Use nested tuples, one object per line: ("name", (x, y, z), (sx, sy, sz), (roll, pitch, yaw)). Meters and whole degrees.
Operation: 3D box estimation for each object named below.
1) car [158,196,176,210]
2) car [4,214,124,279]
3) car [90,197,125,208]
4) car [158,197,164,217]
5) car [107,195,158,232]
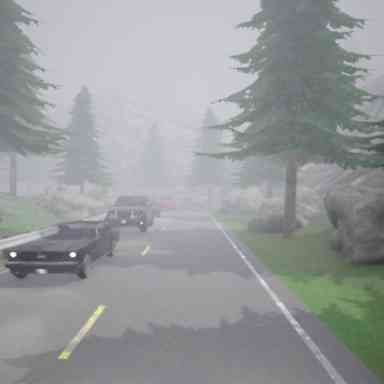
("car", (-3.909, 1.272, 40.836), (2.097, 1.767, 4.553), (0, 0, -35))
("car", (-3.594, 1.585, 10.165), (1.895, 1.301, 4.718), (0, 0, 0))
("car", (-12.085, 1.425, 47.375), (4.674, 1.442, 1.812), (0, 0, 23))
("car", (-3.869, 1.446, 30.503), (1.837, 1.490, 4.892), (0, 0, -8))
("car", (-3.583, 1.185, 20.073), (2.150, 2.045, 5.566), (0, 0, -1))
